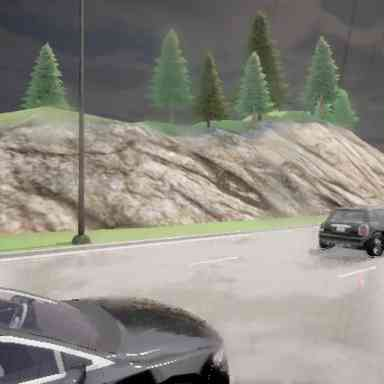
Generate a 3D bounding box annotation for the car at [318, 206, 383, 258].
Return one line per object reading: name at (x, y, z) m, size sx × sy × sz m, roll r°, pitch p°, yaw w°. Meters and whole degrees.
car at (7.024, 1.353, 13.073) m, size 4.553 × 1.767 × 2.097 m, roll 0°, pitch 0°, yaw -36°

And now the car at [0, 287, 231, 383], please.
car at (-1.865, 1.491, 2.417) m, size 4.902 × 1.511 × 2.128 m, roll 0°, pitch 0°, yaw -36°
